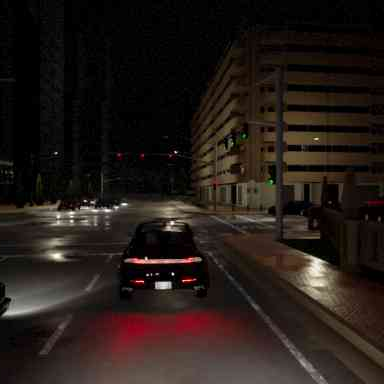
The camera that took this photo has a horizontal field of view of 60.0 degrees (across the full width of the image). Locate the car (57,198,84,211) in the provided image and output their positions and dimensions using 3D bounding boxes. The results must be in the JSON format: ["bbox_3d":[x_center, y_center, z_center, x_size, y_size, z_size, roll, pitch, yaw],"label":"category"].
[{"bbox_3d":[-14.859,1.526,40.415,1.812,1.442,4.674,0,0,-6],"label":"car"}]

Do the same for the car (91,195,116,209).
[{"bbox_3d":[-11.802,1.526,44.790,1.812,1.442,4.674,0,0,-5],"label":"car"}]

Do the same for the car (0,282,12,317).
[{"bbox_3d":[-3.775,1.547,3.047,2.033,1.411,5.357,0,0,-4],"label":"car"}]

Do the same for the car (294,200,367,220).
[{"bbox_3d":[11.627,1.547,28.096,4.902,1.511,2.128,0,0,-6],"label":"car"}]

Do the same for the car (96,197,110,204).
[{"bbox_3d":[-17.495,1.601,65.303,1.895,1.301,4.718,0,0,-6],"label":"car"}]

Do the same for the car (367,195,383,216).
[{"bbox_3d":[19.554,1.277,32.527,5.566,2.045,2.150,0,0,-6],"label":"car"}]

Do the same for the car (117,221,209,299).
[{"bbox_3d":[-0.711,1.492,8.491,2.128,1.511,4.902,0,0,-4],"label":"car"}]

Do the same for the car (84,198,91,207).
[{"bbox_3d":[-15.896,1.547,49.949,2.033,1.411,5.357,0,0,-6],"label":"car"}]

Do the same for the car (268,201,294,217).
[{"bbox_3d":[9.696,1.533,31.399,5.008,1.535,1.882,0,0,-7],"label":"car"}]

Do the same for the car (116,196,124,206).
[{"bbox_3d":[-12.787,1.352,53.785,2.097,1.767,4.553,0,0,-6],"label":"car"}]

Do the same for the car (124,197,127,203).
[{"bbox_3d":[-14.117,1.601,66.706,1.895,1.301,4.718,0,0,-6],"label":"car"}]
